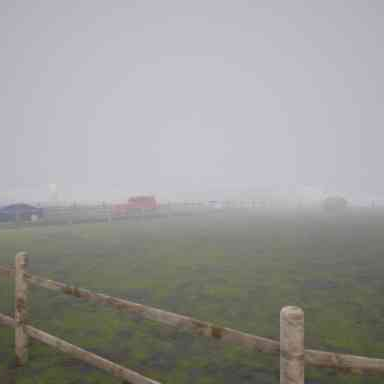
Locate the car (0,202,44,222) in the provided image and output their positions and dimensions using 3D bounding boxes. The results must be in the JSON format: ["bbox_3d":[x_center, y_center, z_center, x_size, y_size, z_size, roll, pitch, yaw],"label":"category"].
[{"bbox_3d":[-14.002,1.590,25.506,1.882,1.535,5.008,0,0,35],"label":"car"}]

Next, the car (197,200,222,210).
[{"bbox_3d":[2.574,1.892,48.267,1.812,1.442,4.674,0,0,36],"label":"car"}]

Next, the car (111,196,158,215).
[{"bbox_3d":[-6.161,1.442,36.310,2.150,2.045,5.566,0,1,37],"label":"car"}]
